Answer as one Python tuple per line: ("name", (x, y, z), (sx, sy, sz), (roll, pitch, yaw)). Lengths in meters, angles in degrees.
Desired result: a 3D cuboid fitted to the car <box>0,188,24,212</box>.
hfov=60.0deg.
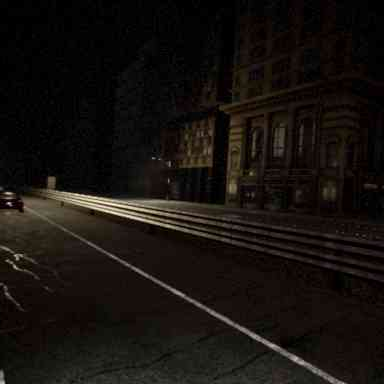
("car", (-13.816, 0.675, 24.854), (1.994, 1.385, 4.181), (3, 0, -33))
